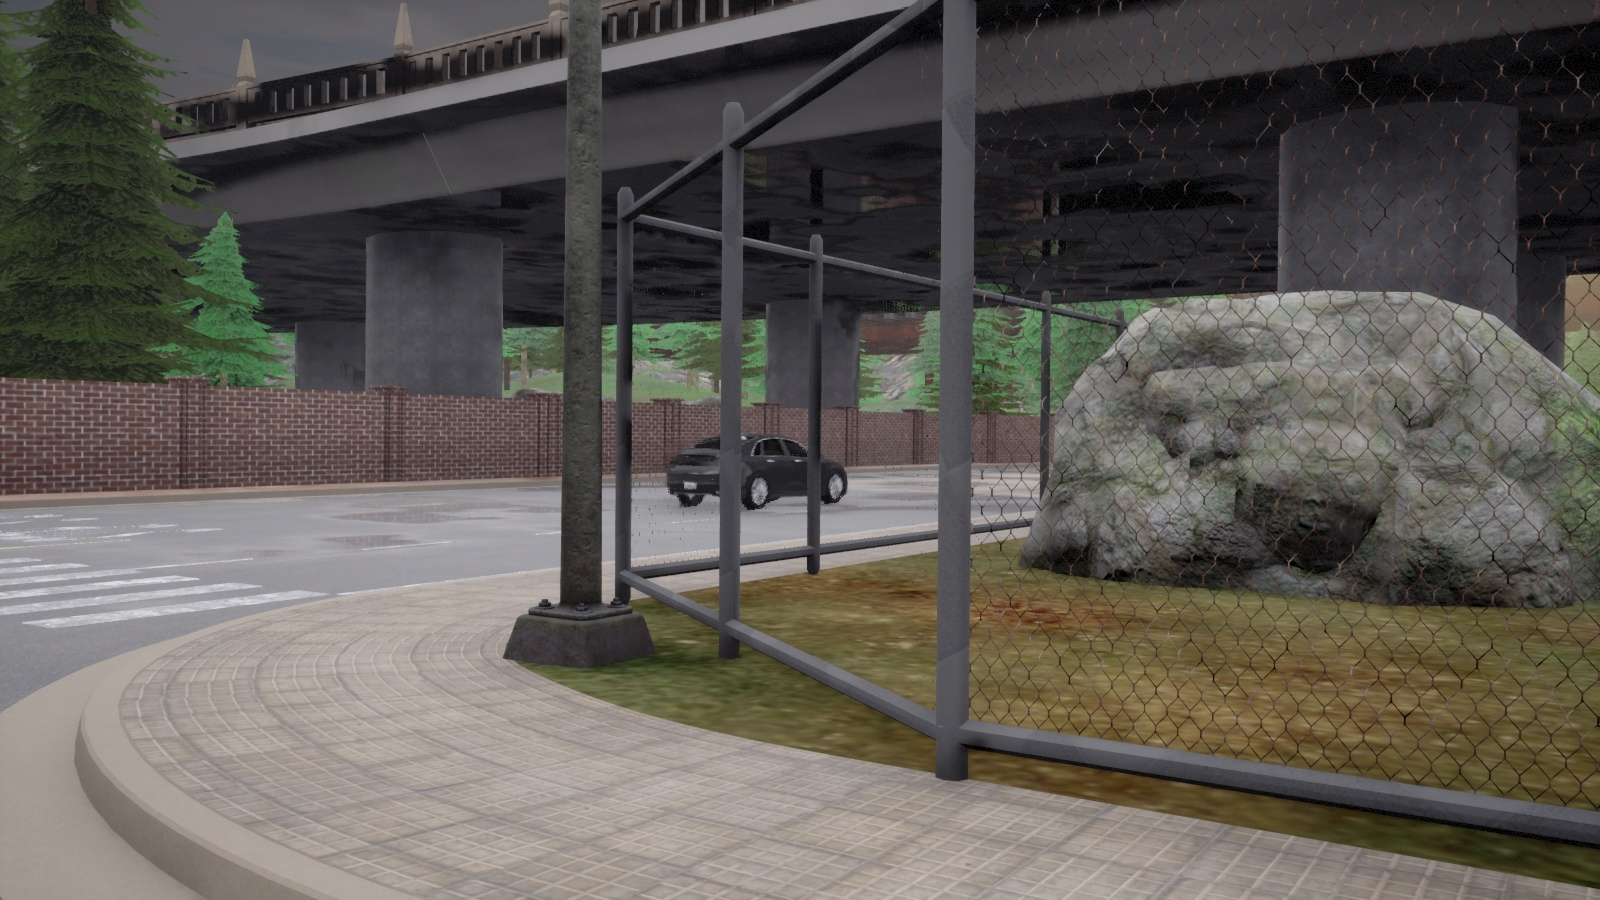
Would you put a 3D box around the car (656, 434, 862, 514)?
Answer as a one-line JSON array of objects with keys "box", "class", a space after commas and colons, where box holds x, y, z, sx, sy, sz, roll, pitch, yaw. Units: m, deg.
[{"box": [-0.735, 0.437, 26.464, 1.837, 1.490, 4.892, 0, 1, 33], "class": "car"}]
